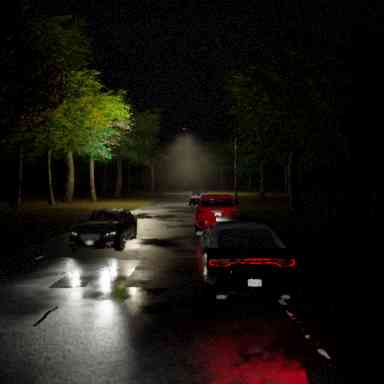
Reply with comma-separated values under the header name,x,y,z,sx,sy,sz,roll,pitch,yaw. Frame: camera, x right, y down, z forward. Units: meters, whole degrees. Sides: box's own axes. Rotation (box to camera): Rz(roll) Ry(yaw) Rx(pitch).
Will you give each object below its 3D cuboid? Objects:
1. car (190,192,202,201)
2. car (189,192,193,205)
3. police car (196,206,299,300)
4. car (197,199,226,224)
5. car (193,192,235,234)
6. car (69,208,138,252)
name,x,y,z,sx,sy,sz,roll,pitch,yaw
car,0.672,0.740,59.869,2.033,1.411,5.357,0,2,1
car,0.551,1.089,46.157,2.033,1.411,5.357,0,1,1
police car,1.145,1.398,8.493,1.930,1.638,5.238,0,0,1
car,1.323,1.347,24.381,1.837,1.490,4.892,0,1,1
car,1.257,1.127,18.407,2.150,2.045,5.566,0,1,1
car,-3.447,1.432,13.708,2.128,1.511,4.902,0,0,1
